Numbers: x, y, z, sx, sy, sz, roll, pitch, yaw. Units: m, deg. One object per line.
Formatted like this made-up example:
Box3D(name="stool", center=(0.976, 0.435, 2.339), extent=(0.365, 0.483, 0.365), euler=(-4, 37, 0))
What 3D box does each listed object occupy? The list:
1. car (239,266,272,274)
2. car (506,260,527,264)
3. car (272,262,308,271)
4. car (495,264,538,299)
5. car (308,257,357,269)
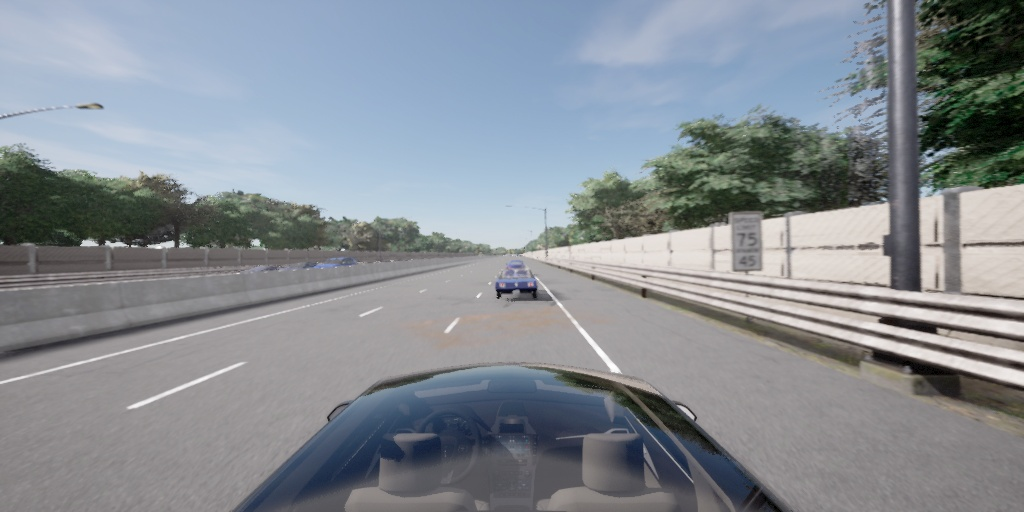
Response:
Box3D(name="car", center=(-24.228, 1.667, 35.107), extent=(2.033, 1.411, 5.357), euler=(-1, 0, 1))
Box3D(name="car", center=(0.408, 1.079, 33.353), extent=(1.812, 1.442, 4.674), euler=(-1, 0, 1))
Box3D(name="car", center=(-20.735, 1.388, 35.230), extent=(2.097, 1.767, 4.553), euler=(-1, 0, 1))
Box3D(name="car", center=(0.220, 1.246, 17.505), extent=(1.895, 1.301, 4.718), euler=(-1, 0, 1))
Box3D(name="car", center=(-17.236, 1.179, 35.422), extent=(2.150, 2.045, 5.566), euler=(-1, 0, 1))
